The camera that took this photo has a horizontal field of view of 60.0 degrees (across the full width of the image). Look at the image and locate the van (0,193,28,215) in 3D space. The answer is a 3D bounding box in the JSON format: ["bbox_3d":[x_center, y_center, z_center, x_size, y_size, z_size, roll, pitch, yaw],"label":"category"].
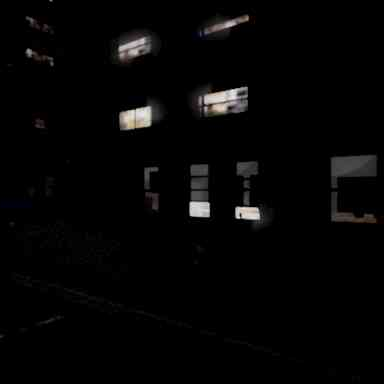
[{"bbox_3d":[-15.339,0.971,26.642,1.690,1.788,3.998,0,1,35],"label":"van"}]

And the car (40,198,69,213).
[{"bbox_3d":[-12.080,1.178,31.247,1.802,1.307,4.206,0,1,35],"label":"car"}]
